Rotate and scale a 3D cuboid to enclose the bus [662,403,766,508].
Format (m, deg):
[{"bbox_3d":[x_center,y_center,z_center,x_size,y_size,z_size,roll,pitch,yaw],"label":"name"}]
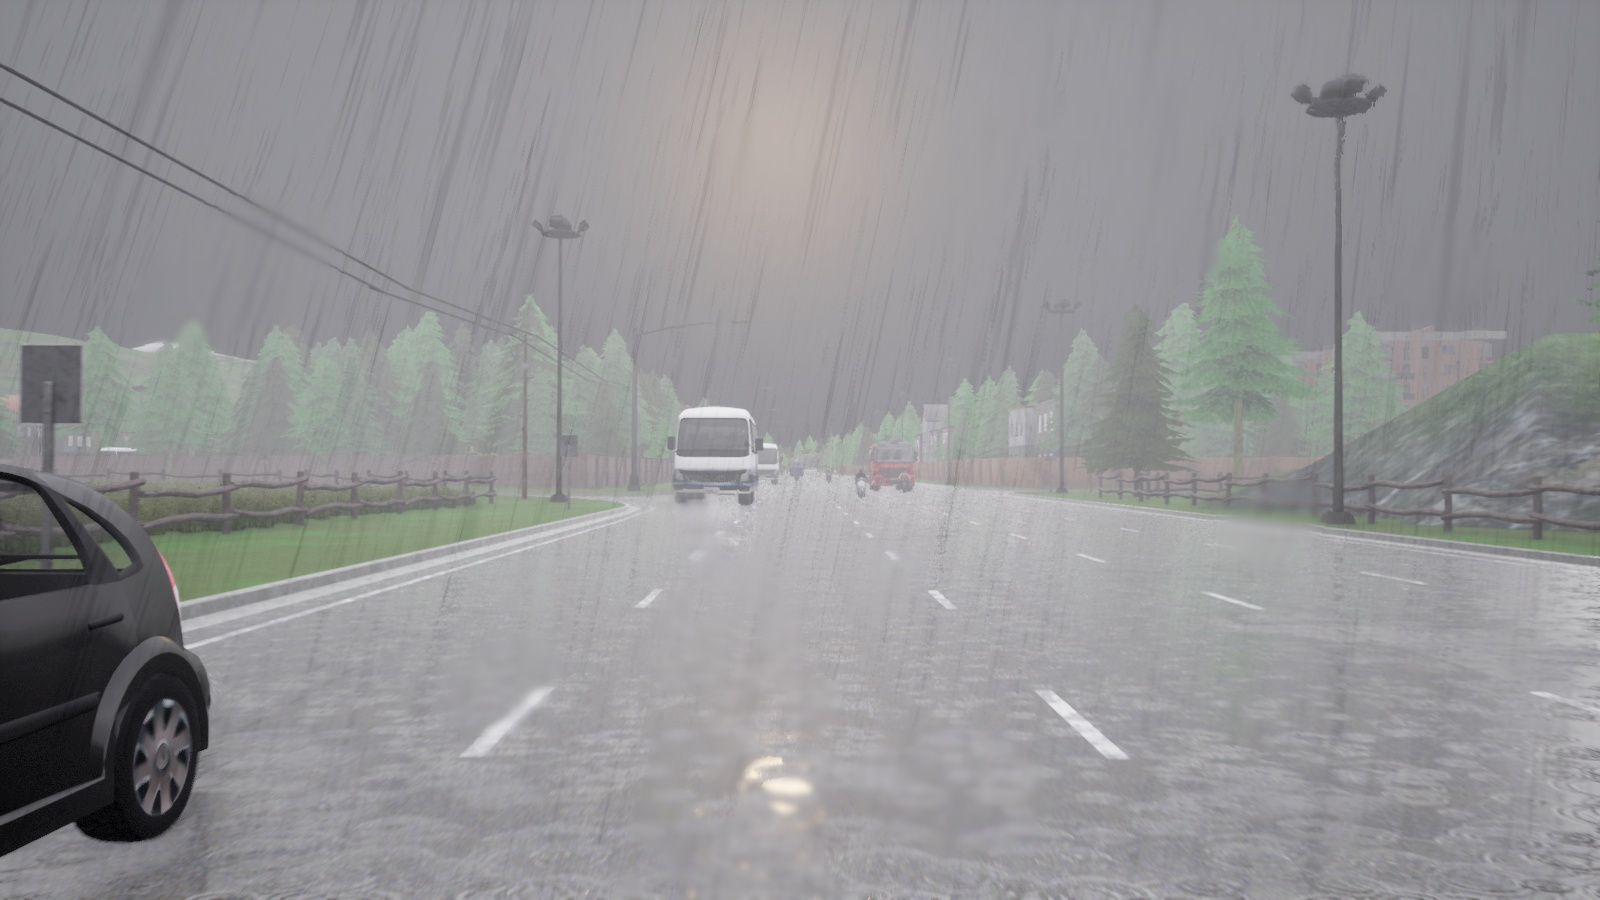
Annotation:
[{"bbox_3d":[-3.641,0.314,56.246,3.944,4.253,10.273,0,-1,0],"label":"bus"}]

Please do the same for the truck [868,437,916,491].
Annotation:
[{"bbox_3d":[6.770,1.058,93.617,2.891,3.827,8.468,0,-1,0],"label":"truck"}]

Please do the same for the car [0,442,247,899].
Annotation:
[{"bbox_3d":[-3.510,0.784,3.883,1.851,1.617,3.988,0,-1,0],"label":"car"}]
